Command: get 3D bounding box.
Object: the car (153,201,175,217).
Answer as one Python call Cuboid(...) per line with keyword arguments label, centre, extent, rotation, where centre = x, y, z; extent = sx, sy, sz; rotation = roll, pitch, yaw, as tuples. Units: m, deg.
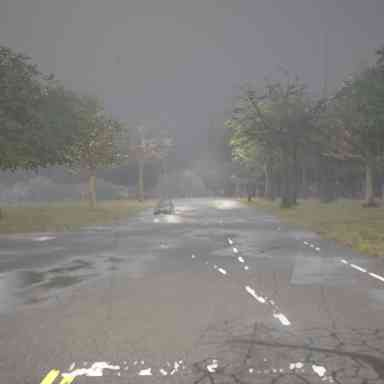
Cuboid(label="car", centre=(-2.748, 1.654, 33.802), extent=(2.033, 1.411, 5.357), rotation=(-1, 1, 2))
